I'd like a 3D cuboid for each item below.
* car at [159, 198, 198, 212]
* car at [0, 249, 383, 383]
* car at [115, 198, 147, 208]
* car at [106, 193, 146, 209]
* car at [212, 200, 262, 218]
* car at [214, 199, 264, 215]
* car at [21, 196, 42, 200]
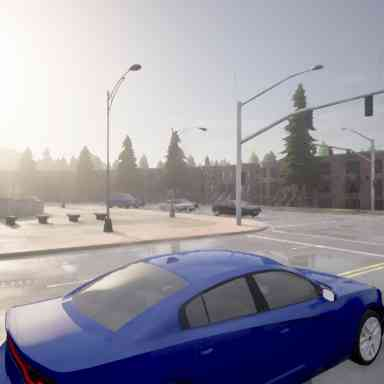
[{"bbox_3d":[-1.792,1.601,38.003,1.895,1.301,4.718,0,0,-39],"label":"car"},{"bbox_3d":[0.462,1.478,4.126,5.008,1.535,1.882,0,0,-35],"label":"car"},{"bbox_3d":[-9.102,1.601,49.599,4.718,1.301,1.895,0,0,34],"label":"car"},{"bbox_3d":[-9.472,1.221,45.603,5.566,2.045,2.150,0,0,36],"label":"car"},{"bbox_3d":[3.911,1.478,30.380,1.882,1.535,5.008,0,0,-36],"label":"car"},{"bbox_3d":[4.815,1.548,35.106,2.033,1.411,5.357,0,0,-36],"label":"car"},{"bbox_3d":[-29.909,1.505,60.665,4.892,1.490,1.837,0,0,5],"label":"car"}]
